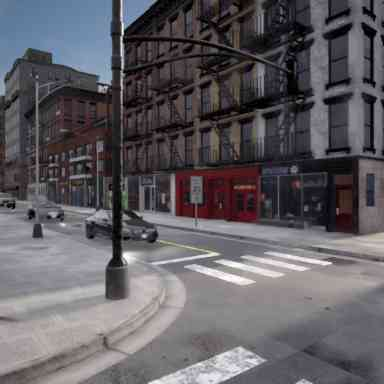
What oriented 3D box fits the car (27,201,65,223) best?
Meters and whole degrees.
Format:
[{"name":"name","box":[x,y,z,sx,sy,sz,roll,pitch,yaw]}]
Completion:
[{"name":"car","box":[-11.232,1.452,25.421,2.128,1.511,4.902,0,0,-38]}]

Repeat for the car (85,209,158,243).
[{"name":"car","box":[-3.383,1.508,15.235,1.812,1.442,4.674,0,0,-39]}]

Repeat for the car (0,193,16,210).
[{"name":"car","box":[-23.739,1.148,41.830,2.150,2.045,5.566,0,0,-37]}]
